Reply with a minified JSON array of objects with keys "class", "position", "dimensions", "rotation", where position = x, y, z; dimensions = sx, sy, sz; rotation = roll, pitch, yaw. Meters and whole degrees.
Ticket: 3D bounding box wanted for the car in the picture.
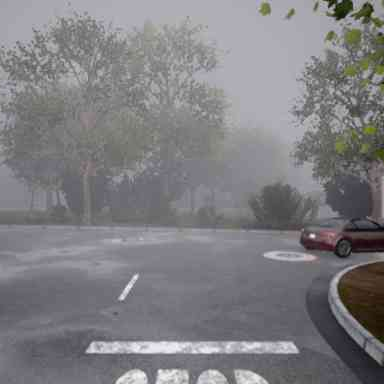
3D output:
[{"class":"car","position":[6.365,1.671,13.042],"dimensions":[4.181,1.385,1.994],"rotation":[2,-1,-20]}]
